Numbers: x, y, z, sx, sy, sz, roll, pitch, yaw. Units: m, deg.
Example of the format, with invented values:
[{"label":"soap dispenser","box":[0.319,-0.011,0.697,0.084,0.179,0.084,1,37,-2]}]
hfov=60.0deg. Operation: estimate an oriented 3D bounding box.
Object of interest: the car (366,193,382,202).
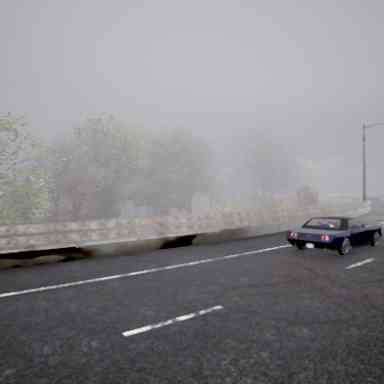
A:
[{"label":"car","box":[38.283,1.393,71.306,1.882,1.535,5.008,0,0,9]}]

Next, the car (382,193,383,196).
[{"label":"car","box":[41.719,1.427,70.641,1.812,1.442,4.674,0,0,9]}]

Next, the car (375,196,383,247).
[{"label":"car","box":[8.168,1.225,10.685,5.566,2.045,2.150,0,0,-42]}]

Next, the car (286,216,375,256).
[{"label":"car","box":[5.845,1.616,13.293,4.718,1.301,1.895,0,0,-42]}]
